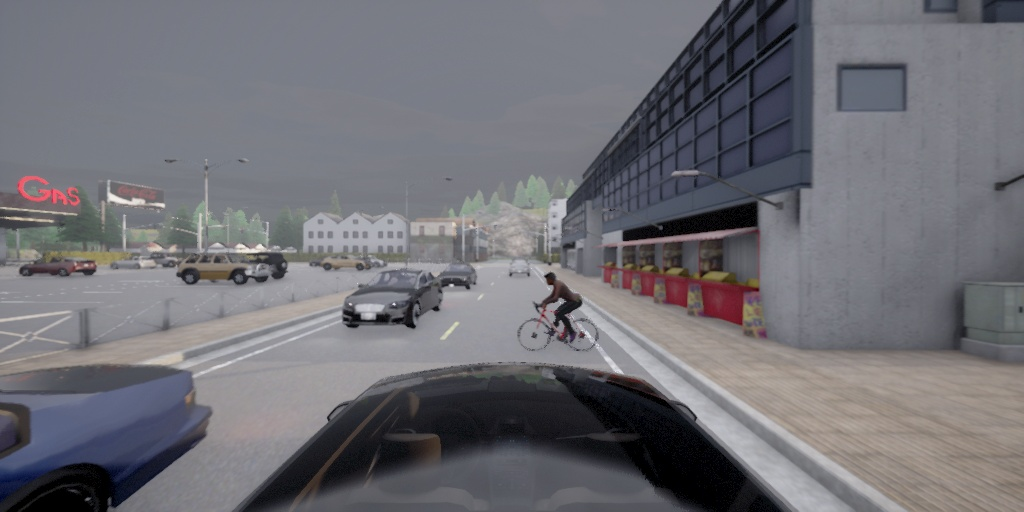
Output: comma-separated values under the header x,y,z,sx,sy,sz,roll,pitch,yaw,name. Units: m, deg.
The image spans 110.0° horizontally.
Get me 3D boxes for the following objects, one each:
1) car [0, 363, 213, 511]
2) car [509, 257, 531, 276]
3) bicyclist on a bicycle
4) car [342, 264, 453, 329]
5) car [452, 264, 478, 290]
x,y,z,sx,sy,sz,roll,pitch,yaw,name
-3.656,1.294,0.801,2.033,1.411,5.357,0,0,1,car
0.720,1.087,33.346,1.812,1.442,4.674,0,0,2,car
0.936,1.156,7.293,1.656,1.620,0.582,0,0,1,bicyclist on a bicycle
-3.425,1.176,11.127,2.128,1.511,4.902,0,0,1,car
-3.189,1.169,21.797,2.033,1.411,5.357,0,0,1,car
